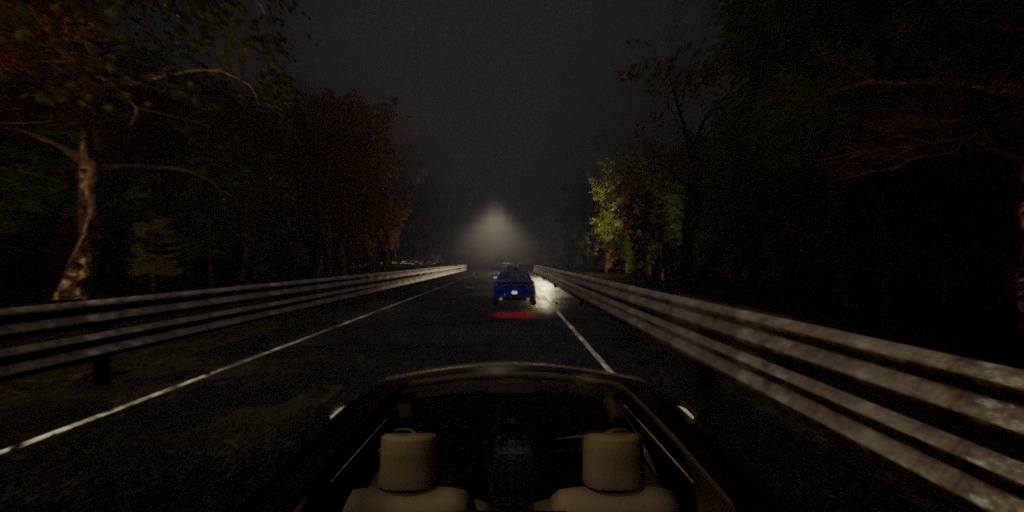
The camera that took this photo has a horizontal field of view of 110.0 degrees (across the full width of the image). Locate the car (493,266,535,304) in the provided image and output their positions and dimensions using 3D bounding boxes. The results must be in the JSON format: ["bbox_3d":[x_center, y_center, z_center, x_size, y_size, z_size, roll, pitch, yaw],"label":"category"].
[{"bbox_3d":[0.101,1.426,17.744,1.882,1.535,5.008,0,-1,0],"label":"car"}]

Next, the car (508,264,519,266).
[{"bbox_3d":[0.219,1.799,47.341,2.128,1.511,4.902,0,-1,2],"label":"car"}]
